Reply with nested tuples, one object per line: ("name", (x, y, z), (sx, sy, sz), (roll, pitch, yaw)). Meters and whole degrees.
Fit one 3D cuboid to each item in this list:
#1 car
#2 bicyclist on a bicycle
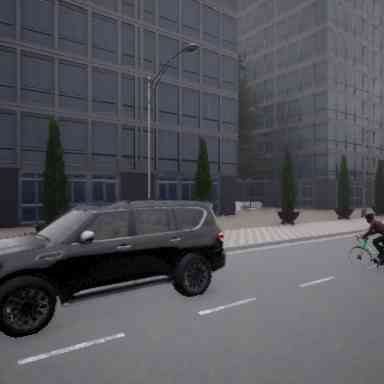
("car", (-1.773, 1.221, 7.031), (5.566, 2.045, 2.150), (0, 0, -36))
("bicyclist on a bicycle", (5.184, 1.455, 9.352), (0.582, 1.620, 1.656), (0, -2, -36))
